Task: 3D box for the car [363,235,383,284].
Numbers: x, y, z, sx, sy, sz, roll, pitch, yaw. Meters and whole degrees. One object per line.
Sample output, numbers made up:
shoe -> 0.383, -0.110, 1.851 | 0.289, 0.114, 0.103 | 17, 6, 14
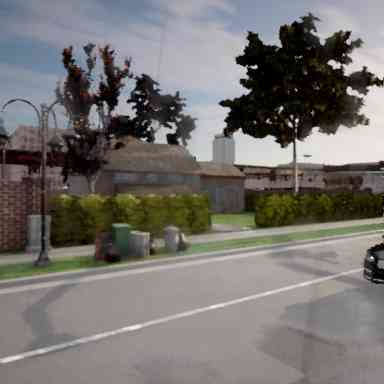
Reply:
car -> 6.262, 1.506, 8.444 | 4.902, 1.511, 2.128 | 0, 0, -35
